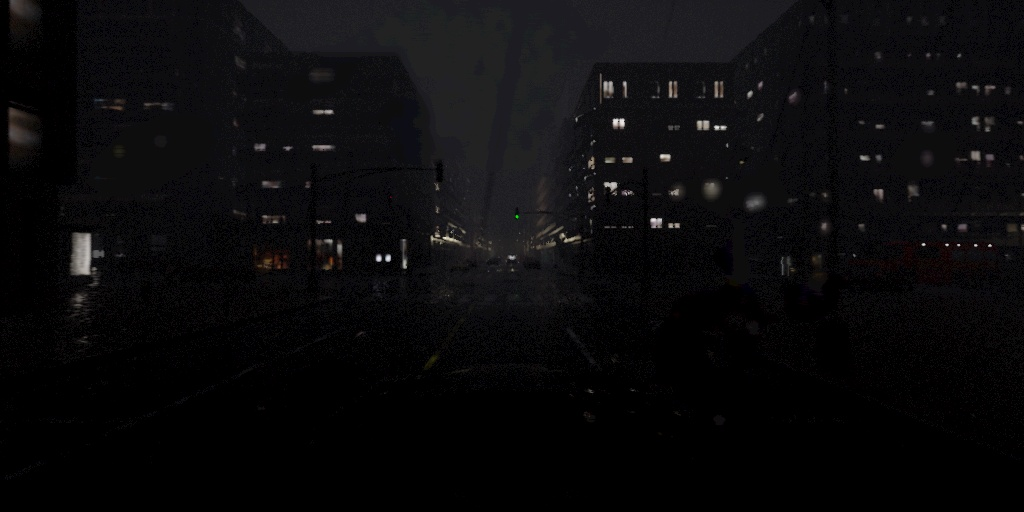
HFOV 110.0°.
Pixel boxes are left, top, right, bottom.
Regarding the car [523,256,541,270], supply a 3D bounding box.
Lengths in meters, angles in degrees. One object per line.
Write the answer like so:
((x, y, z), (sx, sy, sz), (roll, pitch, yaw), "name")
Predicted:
((2.679, 1.027, 45.349), (1.888, 1.381, 4.507), (0, 0, 0), "car")

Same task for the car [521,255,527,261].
((2.677, 0.889, 50.872), (1.967, 1.591, 4.097), (0, 0, 0), "car")

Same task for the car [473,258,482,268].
((-5.704, 0.993, 50.884), (1.888, 1.381, 4.507), (0, 0, 0), "car")

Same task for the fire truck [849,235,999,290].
((30.408, 0.450, 26.775), (8.468, 3.827, 2.891), (1, 0, 0), "fire truck")

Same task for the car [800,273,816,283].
((26.238, 1.583, 29.384), (4.829, 1.417, 1.751), (0, 0, 0), "car")

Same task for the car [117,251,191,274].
((-28.654, 0.510, 28.980), (5.009, 1.841, 2.192), (0, 0, 0), "car")

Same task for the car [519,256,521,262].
((2.674, 0.964, 61.919), (1.802, 1.307, 4.207), (0, 0, 0), "car")

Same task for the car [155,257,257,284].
((-17.268, 0.889, 20.690), (4.507, 1.381, 1.888), (0, 0, 0), "car")

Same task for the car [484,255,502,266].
((-3.038, 0.997, 59.512), (1.895, 1.301, 4.718), (0, 0, 0), "car")

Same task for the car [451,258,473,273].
((-5.700, 1.040, 39.667), (1.751, 1.417, 4.829), (0, 0, 0), "car")

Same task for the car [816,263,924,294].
((20.829, 1.381, 21.026), (4.097, 1.591, 1.967), (0, 0, 0), "car")
